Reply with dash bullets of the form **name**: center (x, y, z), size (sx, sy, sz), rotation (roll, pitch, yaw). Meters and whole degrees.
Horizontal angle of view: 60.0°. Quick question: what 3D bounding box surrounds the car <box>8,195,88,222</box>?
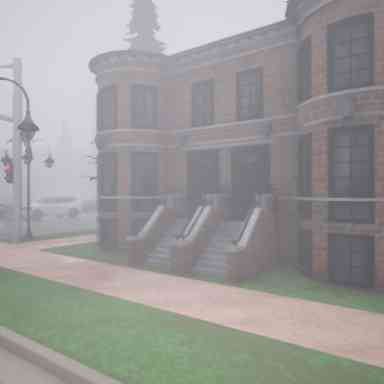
- **car**: center (-11.923, 1.303, 27.987), size (2.150, 2.045, 5.566), rotation (0, 0, 34)

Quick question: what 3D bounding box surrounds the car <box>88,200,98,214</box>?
- **car**: center (-11.562, 1.585, 34.937), size (2.128, 1.511, 4.902), rotation (0, 0, 32)

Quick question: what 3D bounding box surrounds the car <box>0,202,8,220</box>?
- **car**: center (-16.756, 1.598, 27.204), size (1.837, 1.490, 4.892), rotation (0, 0, 35)
